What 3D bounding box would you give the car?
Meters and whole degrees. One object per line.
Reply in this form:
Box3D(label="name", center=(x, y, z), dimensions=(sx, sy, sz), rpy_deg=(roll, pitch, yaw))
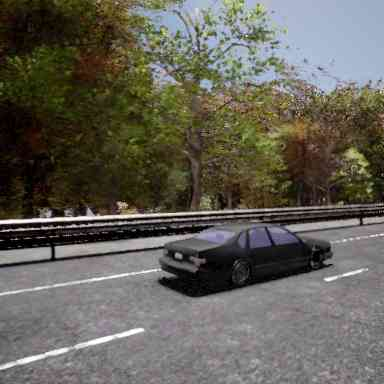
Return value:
Box3D(label="car", center=(1.722, 1.551, 9.301), dimensions=(5.357, 1.411, 2.033), rpy_deg=(0, 0, -36))
